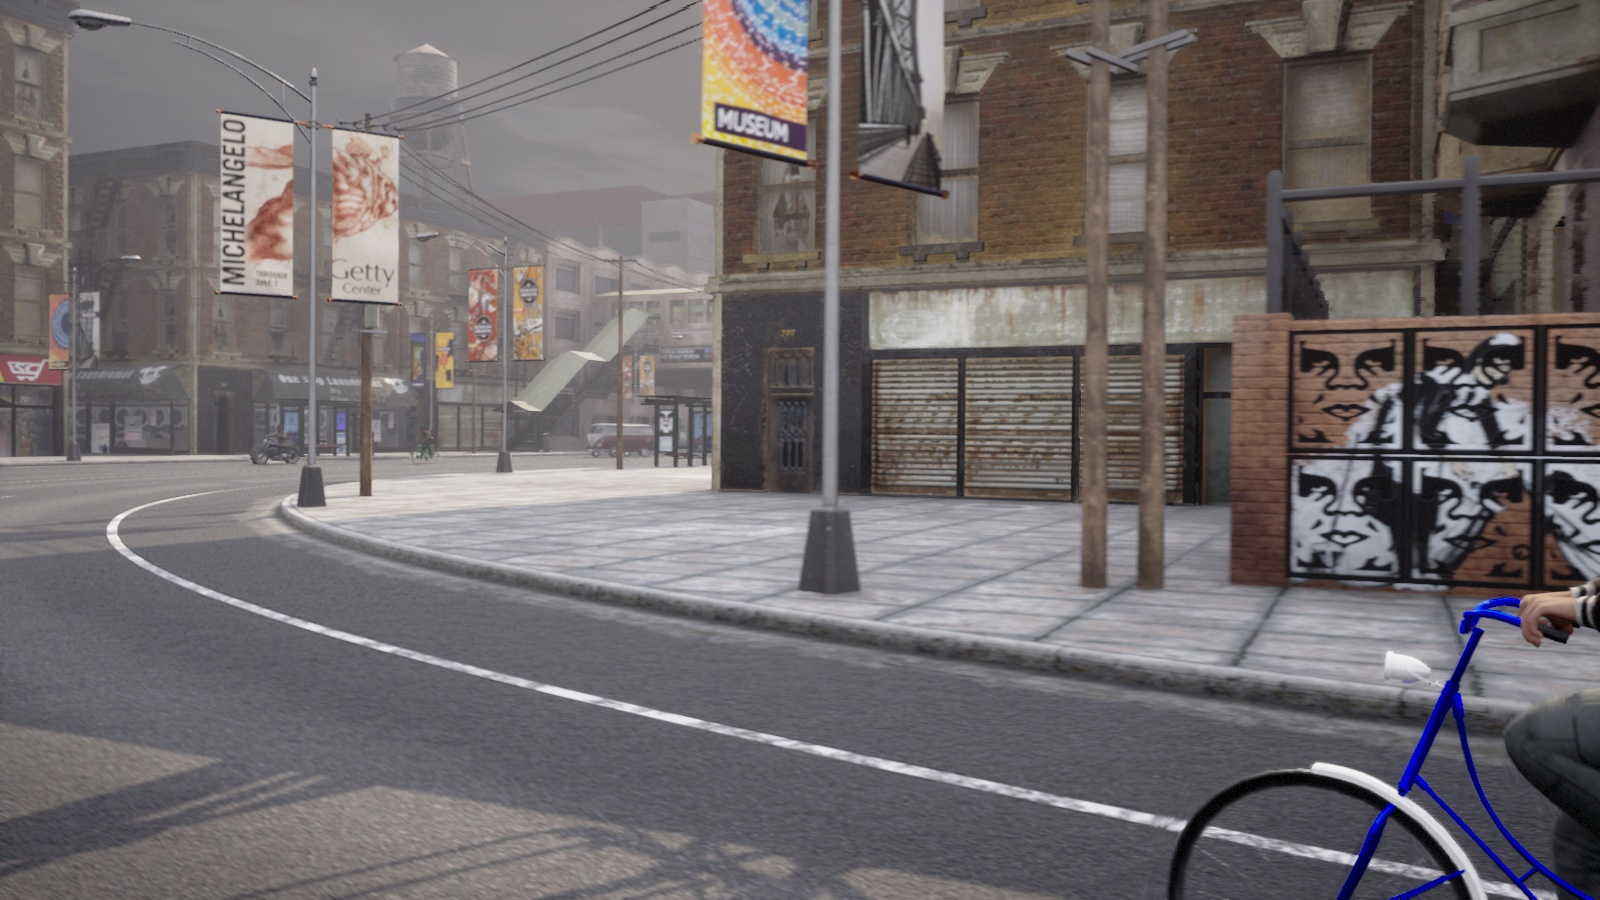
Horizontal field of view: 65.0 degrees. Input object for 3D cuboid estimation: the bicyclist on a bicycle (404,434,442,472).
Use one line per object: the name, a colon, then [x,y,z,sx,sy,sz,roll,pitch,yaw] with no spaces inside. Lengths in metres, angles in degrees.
bicyclist on a bicycle: [-16.243,0.123,54.182,0.582,1.620,1.656,0,1,25]

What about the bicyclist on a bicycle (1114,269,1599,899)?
bicyclist on a bicycle: [1.652,0.555,2.567,1.843,1.776,0.659,0,1,35]

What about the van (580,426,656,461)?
van: [-10.637,-0.376,73.527,1.775,1.987,4.442,0,1,36]

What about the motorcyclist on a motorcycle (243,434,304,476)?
motorcyclist on a motorcycle: [-21.472,0.203,51.281,0.766,1.649,2.350,0,1,25]
